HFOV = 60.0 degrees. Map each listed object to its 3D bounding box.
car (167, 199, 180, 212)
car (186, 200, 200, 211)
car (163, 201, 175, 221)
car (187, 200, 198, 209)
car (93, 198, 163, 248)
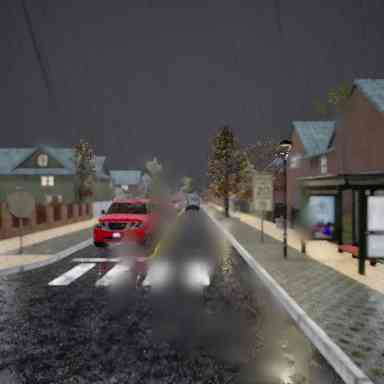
[{"bbox_3d":[-2.804,1.811,45.736,2.097,1.767,4.553,0,-1,0],"label":"car"},{"bbox_3d":[0.101,2.052,47.849,1.994,1.385,4.181,0,-1,0],"label":"car"},{"bbox_3d":[-2.846,1.795,30.257,1.812,1.442,4.674,0,-1,0],"label":"car"},{"bbox_3d":[0.012,2.132,57.834,1.837,1.490,4.892,0,-1,0],"label":"car"},{"bbox_3d":[-2.883,1.343,15.773,2.150,2.045,5.566,0,0,1],"label":"car"}]
